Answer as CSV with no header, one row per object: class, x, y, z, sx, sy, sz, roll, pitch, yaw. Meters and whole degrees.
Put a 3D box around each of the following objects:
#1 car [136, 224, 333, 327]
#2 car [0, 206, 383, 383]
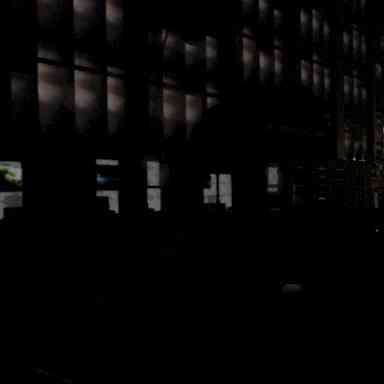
car,1.118,1.583,7.602,4.313,1.339,1.947,0,-1,-37
car,0.810,1.229,3.981,5.566,2.045,2.150,0,0,-37
